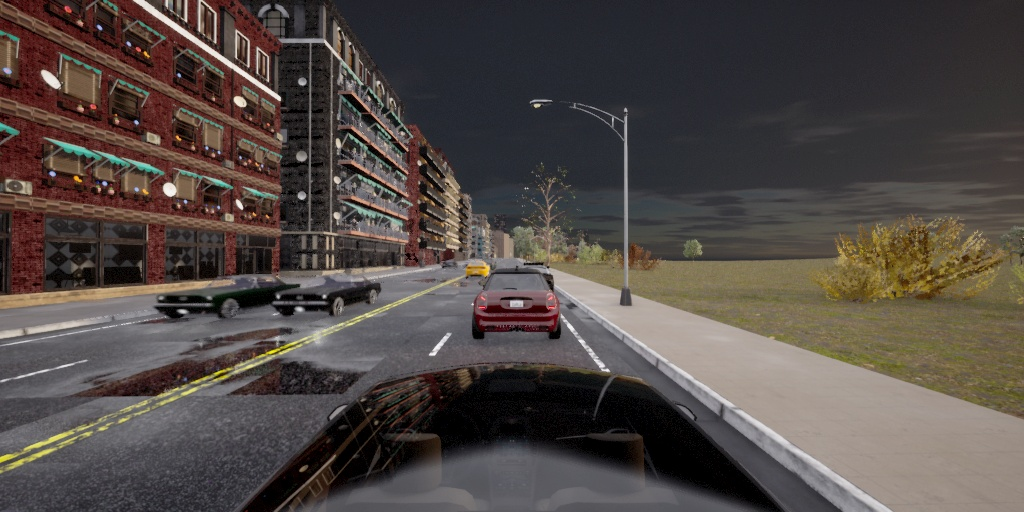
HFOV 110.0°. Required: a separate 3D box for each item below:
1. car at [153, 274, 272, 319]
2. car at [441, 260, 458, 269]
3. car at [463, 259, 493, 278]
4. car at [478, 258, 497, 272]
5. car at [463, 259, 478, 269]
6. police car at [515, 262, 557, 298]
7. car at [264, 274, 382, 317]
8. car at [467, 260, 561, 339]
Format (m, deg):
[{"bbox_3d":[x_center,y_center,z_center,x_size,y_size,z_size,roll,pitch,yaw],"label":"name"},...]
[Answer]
[{"bbox_3d":[-9.831,1.353,12.925,1.895,1.301,4.718,0,0,0],"label":"car"},{"bbox_3d":[-9.739,1.317,56.044,1.994,1.385,4.181,0,0,0],"label":"car"},{"bbox_3d":[-3.094,1.231,33.153,1.882,1.535,5.008,0,0,0],"label":"car"},{"bbox_3d":[-3.073,1.106,45.999,2.097,1.767,4.553,0,0,1],"label":"car"},{"bbox_3d":[-6.489,1.279,56.318,1.812,1.442,4.674,0,0,0],"label":"car"},{"bbox_3d":[1.170,1.178,19.727,1.930,1.638,5.238,0,0,0],"label":"police car"},{"bbox_3d":[-6.579,1.353,13.335,1.895,1.301,4.718,0,0,0],"label":"car"},{"bbox_3d":[0.112,1.104,10.231,2.097,1.767,4.553,0,0,0],"label":"car"}]
